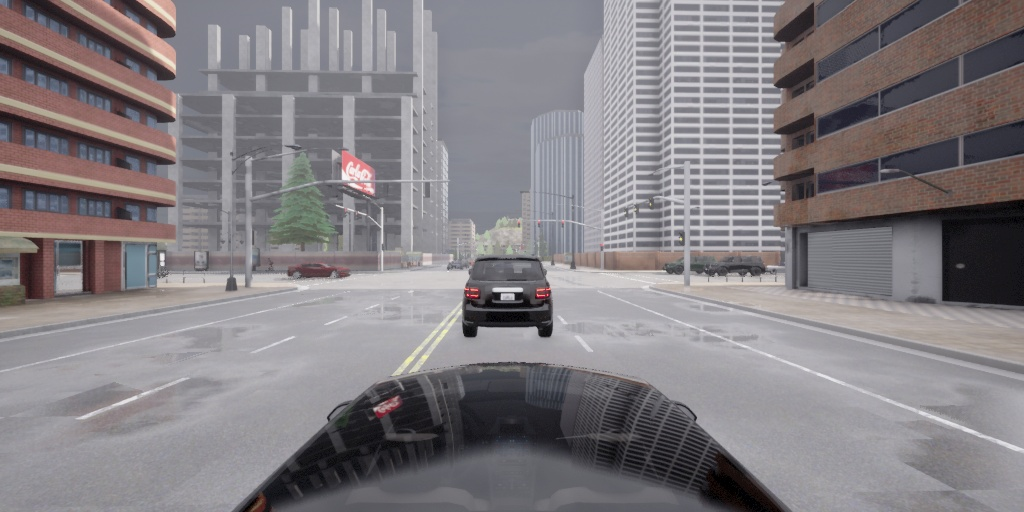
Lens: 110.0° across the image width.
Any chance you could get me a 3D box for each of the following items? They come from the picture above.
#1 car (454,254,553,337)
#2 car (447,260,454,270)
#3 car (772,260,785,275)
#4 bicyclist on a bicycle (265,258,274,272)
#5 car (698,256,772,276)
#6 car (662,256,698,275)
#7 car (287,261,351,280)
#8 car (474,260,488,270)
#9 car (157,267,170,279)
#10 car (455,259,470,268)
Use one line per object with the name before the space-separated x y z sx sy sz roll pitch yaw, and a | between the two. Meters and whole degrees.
car | -0.122 0.971 10.391 2.150 2.045 5.566 0 0 -1
car | -8.124 1.314 51.781 1.994 1.385 4.181 0 0 -1
car | 29.506 1.351 39.232 4.718 1.301 1.895 0 0 -1
bicyclist on a bicycle | -28.715 1.051 42.505 0.582 1.620 1.656 0 0 -1
car | 21.988 0.971 35.549 5.566 2.045 2.150 0 0 -2
car | 19.376 0.972 38.978 5.566 2.045 2.150 0 0 -1
car | -16.598 1.228 30.967 5.008 1.535 1.882 0 0 -3
car | -4.679 1.314 54.613 1.994 1.385 4.181 0 0 -1
car | -32.027 1.256 30.436 4.892 1.490 1.837 0 0 -1
car | -8.286 1.255 60.353 1.837 1.490 4.892 0 0 -1
